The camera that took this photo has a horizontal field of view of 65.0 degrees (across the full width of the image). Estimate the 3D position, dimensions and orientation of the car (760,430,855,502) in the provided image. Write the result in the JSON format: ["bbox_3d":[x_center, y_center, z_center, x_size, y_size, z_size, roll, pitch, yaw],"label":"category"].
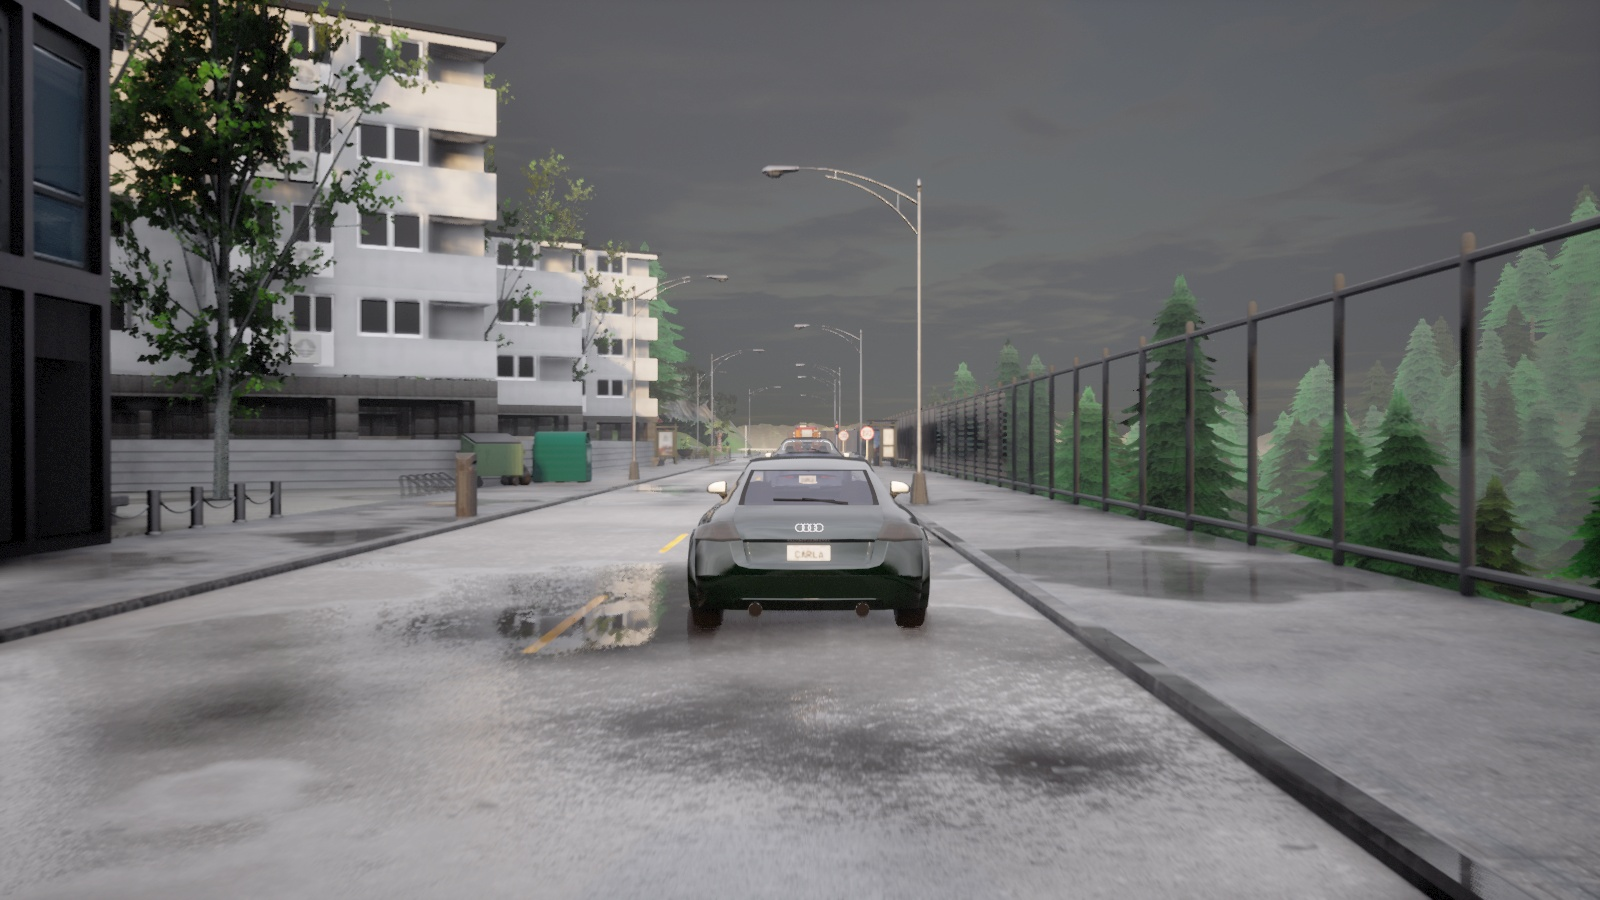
[{"bbox_3d":[0.184,0.350,31.155,2.152,1.651,5.027,0,0,0],"label":"car"}]

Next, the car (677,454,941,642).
[{"bbox_3d":[0.077,0.745,11.589,1.994,1.385,4.181,0,0,0],"label":"car"}]
